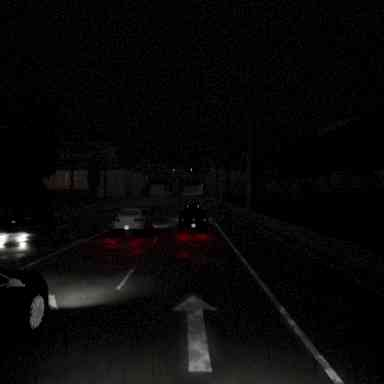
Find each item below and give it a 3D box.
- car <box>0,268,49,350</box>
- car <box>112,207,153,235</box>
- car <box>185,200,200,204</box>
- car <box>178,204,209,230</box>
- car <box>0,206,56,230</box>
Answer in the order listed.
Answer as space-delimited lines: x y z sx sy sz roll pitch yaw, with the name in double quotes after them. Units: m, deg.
-3.401 1.538 3.890 1.837 1.490 4.892 0 -1 0 "car"
-3.424 1.628 19.645 1.812 1.442 4.674 0 0 0 "car"
0.088 1.637 40.095 1.895 1.301 4.718 0 0 0 "car"
0.093 1.705 22.043 1.895 1.301 4.718 0 0 0 "car"
-10.507 1.576 21.566 1.994 1.385 4.181 0 0 0 "car"
